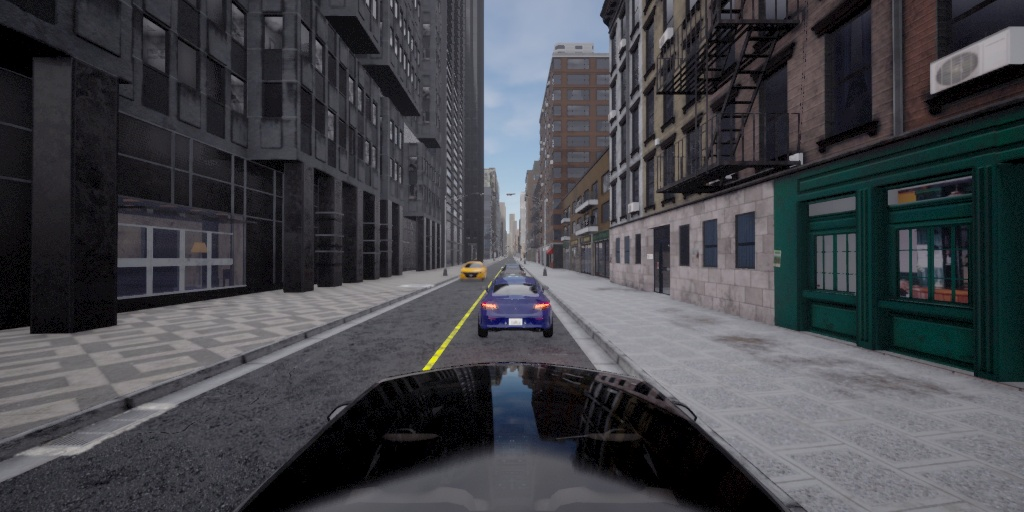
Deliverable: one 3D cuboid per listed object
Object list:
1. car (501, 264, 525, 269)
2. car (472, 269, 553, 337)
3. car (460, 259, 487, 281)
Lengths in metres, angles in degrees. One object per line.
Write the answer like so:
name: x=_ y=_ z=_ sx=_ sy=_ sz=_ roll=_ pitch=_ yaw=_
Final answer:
car: x=0.061 y=1.317 z=28.207 sx=1.994 sy=1.385 sz=4.181 roll=0 pitch=0 yaw=0
car: x=0.088 y=1.277 z=10.159 sx=1.812 sy=1.442 sz=4.674 roll=0 pitch=0 yaw=0
car: x=-3.139 y=1.230 z=29.895 sx=1.882 sy=1.535 sz=5.008 roll=0 pitch=0 yaw=0
